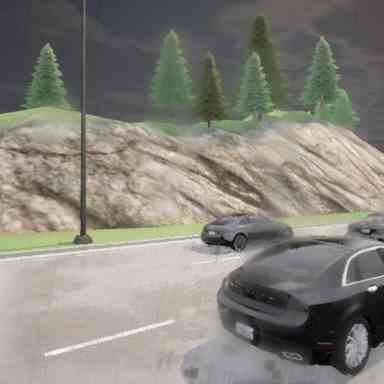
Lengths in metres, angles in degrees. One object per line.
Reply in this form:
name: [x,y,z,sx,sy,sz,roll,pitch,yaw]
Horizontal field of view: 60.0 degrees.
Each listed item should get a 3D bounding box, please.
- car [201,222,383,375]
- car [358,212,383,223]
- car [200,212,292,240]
car: [2.630,1.505,5.629,4.892,1.490,1.837,0,0,-36]
car: [8.689,1.547,14.258,5.357,1.411,2.033,0,0,-36]
car: [2.385,1.563,14.059,4.181,1.385,1.994,0,0,-36]
